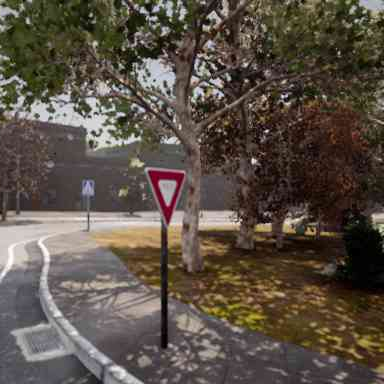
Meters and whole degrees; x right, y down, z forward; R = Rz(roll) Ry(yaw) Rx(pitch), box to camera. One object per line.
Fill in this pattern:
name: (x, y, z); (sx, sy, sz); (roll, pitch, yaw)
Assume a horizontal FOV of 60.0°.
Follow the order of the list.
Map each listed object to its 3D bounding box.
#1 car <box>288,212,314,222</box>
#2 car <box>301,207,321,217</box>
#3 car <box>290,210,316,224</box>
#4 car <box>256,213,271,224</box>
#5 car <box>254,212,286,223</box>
car: (18.214, 4.146, 55.436); (2.033, 1.411, 5.357); (0, -2, 43)
car: (27.735, 4.659, 77.516); (2.435, 2.045, 5.566); (0, -2, 43)
car: (16.977, 3.878, 49.360); (1.882, 1.535, 5.008); (0, -2, 43)
car: (7.905, 3.189, 39.639); (1.994, 1.385, 4.181); (0, -4, 43)
car: (11.317, 3.717, 48.008); (2.033, 1.411, 5.357); (0, -3, 44)
